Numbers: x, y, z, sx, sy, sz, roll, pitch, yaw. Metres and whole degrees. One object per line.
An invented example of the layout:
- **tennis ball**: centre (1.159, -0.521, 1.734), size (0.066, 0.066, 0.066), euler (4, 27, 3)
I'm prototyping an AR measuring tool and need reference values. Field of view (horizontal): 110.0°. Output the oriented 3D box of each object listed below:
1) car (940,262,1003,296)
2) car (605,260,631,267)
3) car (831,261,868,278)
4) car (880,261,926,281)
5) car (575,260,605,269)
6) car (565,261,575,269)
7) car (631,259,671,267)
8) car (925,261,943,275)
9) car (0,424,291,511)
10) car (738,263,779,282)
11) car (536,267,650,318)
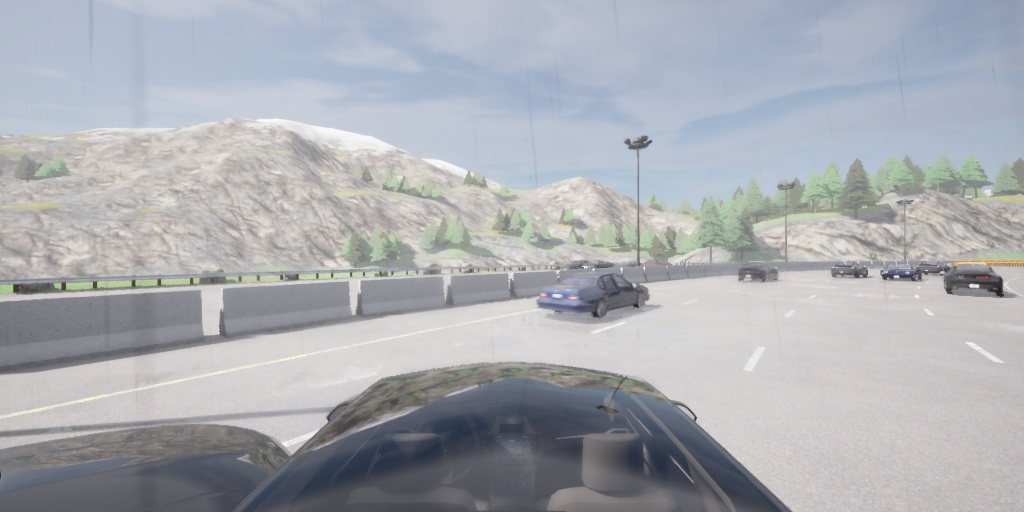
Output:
- **car**: centre (25.007, 1.254, 19.548), size (4.892, 1.490, 1.837), euler (0, 0, -41)
- **car**: centre (13.683, 1.297, 42.167), size (5.357, 1.411, 2.033), euler (0, 0, -38)
- **car**: centre (31.372, 1.241, 33.307), size (4.902, 1.511, 2.128), euler (0, 0, -35)
- **car**: centre (32.306, 1.351, 29.698), size (4.718, 1.301, 1.895), euler (0, 0, -35)
- **car**: centre (10.531, 1.243, 44.130), size (4.902, 1.511, 2.128), euler (0, 0, -38)
- **car**: centre (9.040, 1.258, 47.416), size (4.892, 1.490, 1.837), euler (1, 0, -38)
- **car**: centre (15.515, 1.100, 39.150), size (4.553, 1.767, 2.097), euler (0, 0, -38)
- **car**: centre (43.310, 1.241, 36.831), size (4.902, 1.511, 2.128), euler (0, 0, -31)
- **car**: centre (-2.981, 1.255, 0.495), size (4.892, 1.490, 1.837), euler (0, 0, -45)
- **car**: centre (19.929, 1.257, 28.937), size (4.892, 1.490, 1.837), euler (-1, 0, -40)
- **car**: centre (3.121, 1.297, 13.036), size (2.033, 1.411, 5.357), euler (0, 0, 43)
